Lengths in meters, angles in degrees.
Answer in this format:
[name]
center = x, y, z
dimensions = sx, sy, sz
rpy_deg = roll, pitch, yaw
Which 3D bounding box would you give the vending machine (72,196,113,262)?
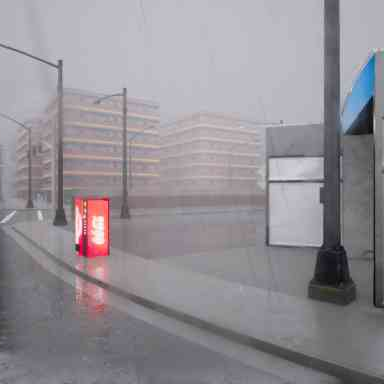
[vending machine]
center = -3.375, 1.195, 11.275
dimensions = 1.100, 2.100, 0.880
rpy_deg = 0, 0, -36
